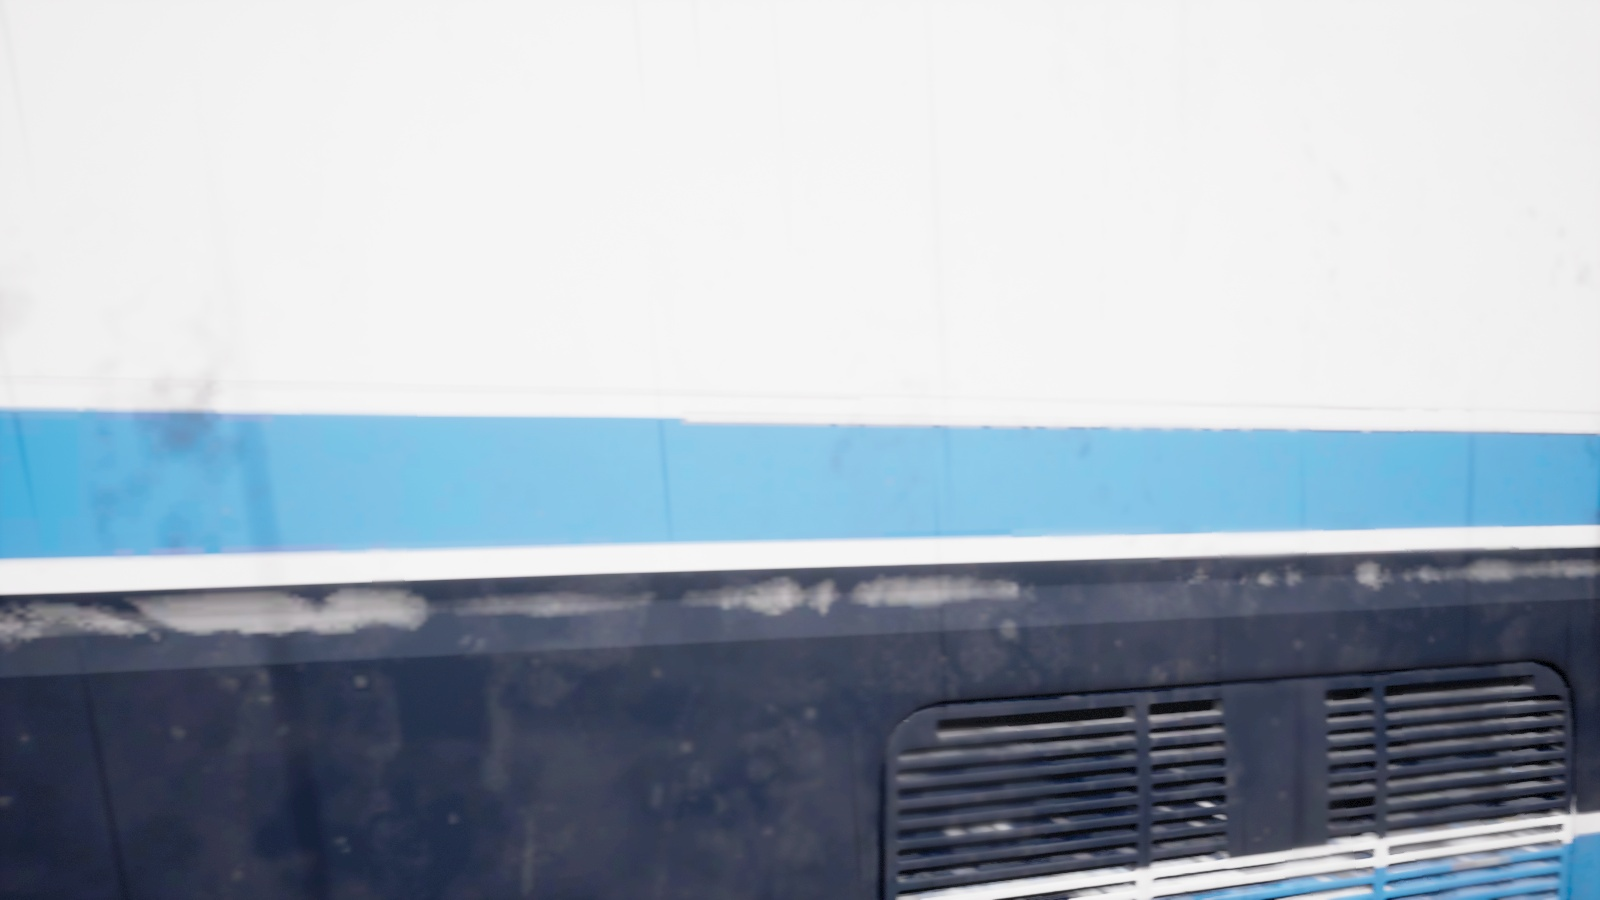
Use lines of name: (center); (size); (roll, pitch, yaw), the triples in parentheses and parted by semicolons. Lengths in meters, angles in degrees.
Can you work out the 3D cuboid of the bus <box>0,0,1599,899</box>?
bus: (-0.637, -0.622, 3.010); (10.273, 4.253, 3.944); (-1, 1, -20)
